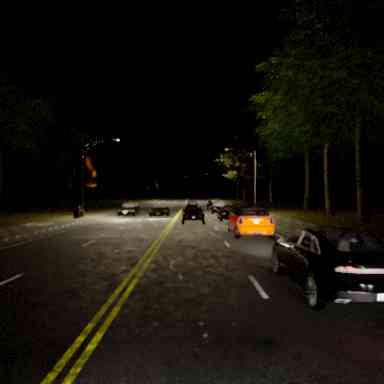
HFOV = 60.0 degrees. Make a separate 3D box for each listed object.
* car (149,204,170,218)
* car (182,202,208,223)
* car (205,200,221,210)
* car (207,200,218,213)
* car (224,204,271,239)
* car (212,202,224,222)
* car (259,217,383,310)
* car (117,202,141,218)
[{"bbox_3d":[-3.332,1.923,34.762,1.994,1.385,4.181,0,-1,0],"label":"car"},{"bbox_3d":[0.109,1.824,28.141,1.812,1.442,4.674,0,-1,0],"label":"car"},{"bbox_3d":[3.266,2.011,52.003,2.128,1.511,4.902,0,-1,0],"label":"car"},{"bbox_3d":[3.263,1.964,41.003,2.033,1.411,5.357,0,-1,0],"label":"car"},{"bbox_3d":[3.255,1.561,18.987,2.097,1.767,4.553,0,-1,0],"label":"car"},{"bbox_3d":[3.260,1.862,30.004,2.033,1.411,5.357,0,-1,0],"label":"car"},{"bbox_3d":[3.253,1.583,8.007,2.128,1.511,4.902,0,-1,0],"label":"car"},{"bbox_3d":[-6.581,1.855,35.196,2.128,1.511,4.902,0,-1,0],"label":"car"}]
